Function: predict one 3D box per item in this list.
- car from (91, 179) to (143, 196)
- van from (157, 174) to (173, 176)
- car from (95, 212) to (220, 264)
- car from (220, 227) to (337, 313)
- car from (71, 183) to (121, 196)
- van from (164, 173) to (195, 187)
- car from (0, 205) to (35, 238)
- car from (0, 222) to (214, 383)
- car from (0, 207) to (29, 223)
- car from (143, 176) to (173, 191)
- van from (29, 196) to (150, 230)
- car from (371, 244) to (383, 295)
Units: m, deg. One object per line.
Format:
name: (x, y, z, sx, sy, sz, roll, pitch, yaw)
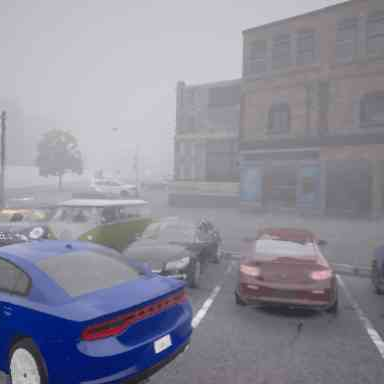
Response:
car: (-8.988, -0.409, 37.886, 5.566, 2.045, 2.435, 1, 6, 9)
van: (-3.359, -1.529, 48.460, 4.442, 1.987, 1.878, 1, 6, 9)
car: (-0.382, 1.470, 9.342, 2.231, 1.521, 4.892, 1, -1, 14)
car: (2.086, 1.514, 7.604, 2.002, 1.452, 4.674, 0, -1, 15)
car: (-10.450, 0.167, 35.275, 4.674, 1.452, 2.002, 1, 6, 9)
van: (-1.915, -1.815, 51.106, 4.442, 1.987, 1.878, 1, 6, 9)
car: (-10.258, 1.479, 16.230, 2.163, 1.488, 4.792, 0, -1, 13)
car: (-2.346, 1.468, 4.974, 5.008, 1.535, 1.882, 0, 0, 35)
car: (-5.360, 1.331, 12.781, 2.185, 1.767, 4.553, 1, 0, 14)
car: (-4.692, -1.016, 45.835, 4.892, 1.521, 2.231, 1, 6, 9)
van: (-2.896, 1.235, 10.940, 1.878, 1.987, 4.442, 1, -1, 14)
car: (4.560, 1.521, 5.864, 2.002, 1.452, 4.674, 1, -1, 15)
